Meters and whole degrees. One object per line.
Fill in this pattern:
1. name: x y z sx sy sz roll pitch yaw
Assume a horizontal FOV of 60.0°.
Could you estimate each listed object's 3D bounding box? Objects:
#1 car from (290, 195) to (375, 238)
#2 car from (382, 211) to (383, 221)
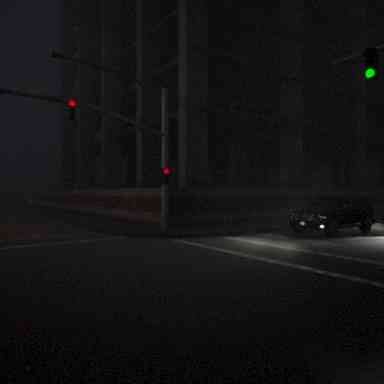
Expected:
1. car: 7.736 1.206 18.088 5.566 2.045 2.150 0 0 -35
2. car: 15.516 1.327 23.639 4.553 1.767 2.097 0 0 -35
